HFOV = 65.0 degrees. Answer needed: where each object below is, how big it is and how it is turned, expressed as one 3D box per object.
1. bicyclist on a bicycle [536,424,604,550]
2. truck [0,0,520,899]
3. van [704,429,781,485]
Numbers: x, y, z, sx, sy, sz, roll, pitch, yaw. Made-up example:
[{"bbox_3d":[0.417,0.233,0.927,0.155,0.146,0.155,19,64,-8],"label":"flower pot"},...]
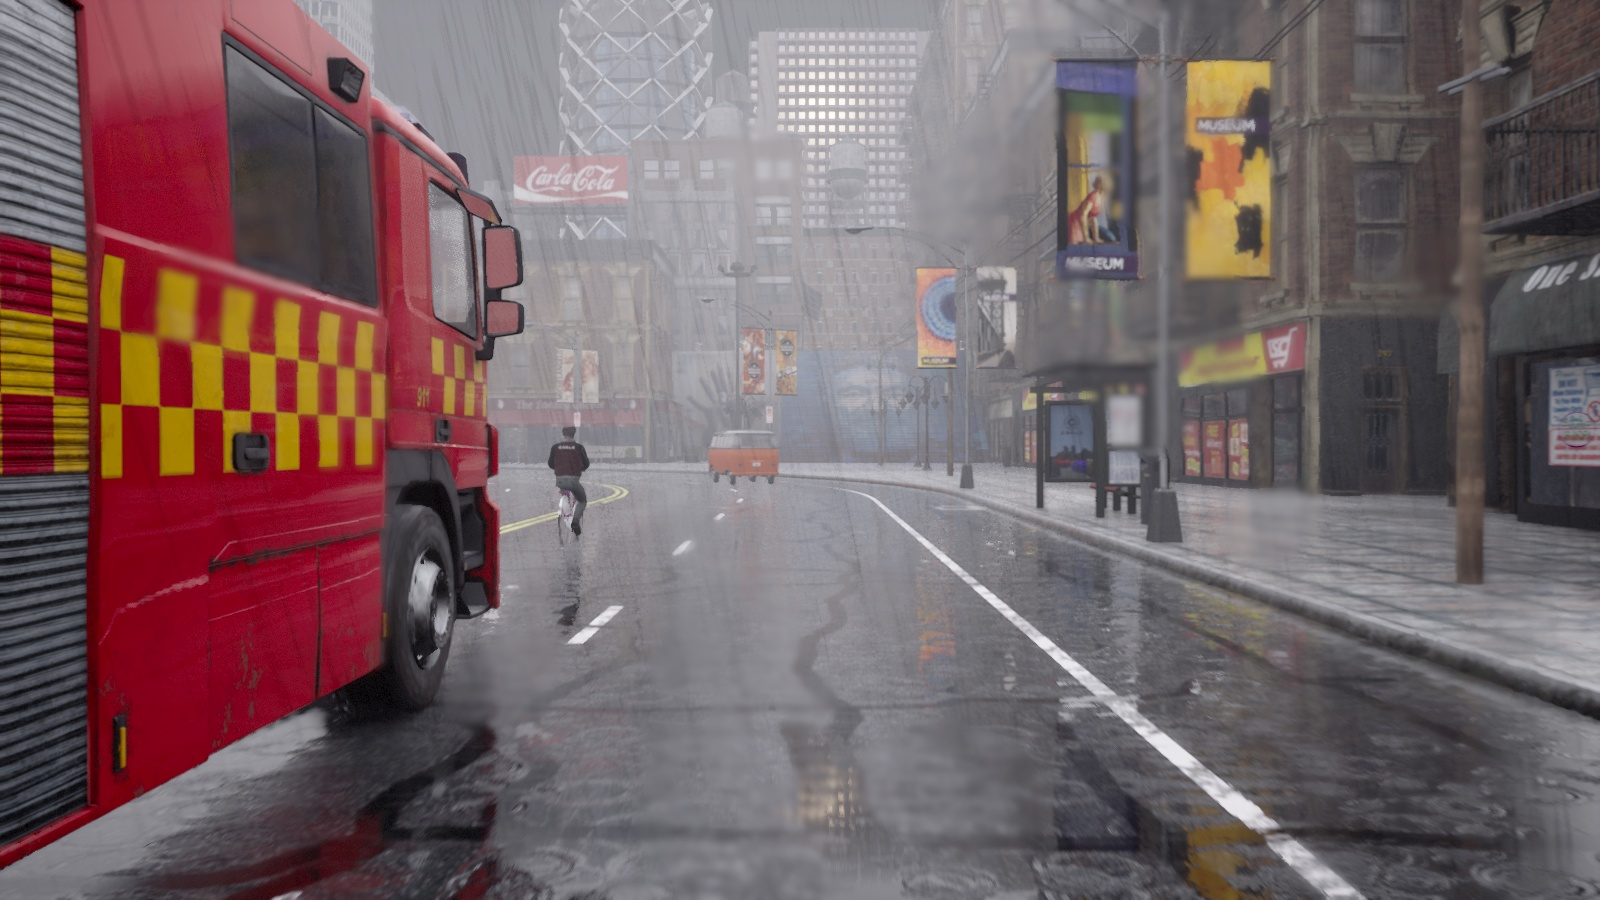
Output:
[{"bbox_3d":[-3.378,0.510,18.588,0.659,1.776,1.843,0,1,0],"label":"bicyclist on a bicycle"},{"bbox_3d":[-3.457,-0.447,4.690,2.891,3.827,8.468,0,0,0],"label":"truck"},{"bbox_3d":[-2.191,0.235,46.586,1.775,1.987,4.442,0,0,-18],"label":"van"}]
